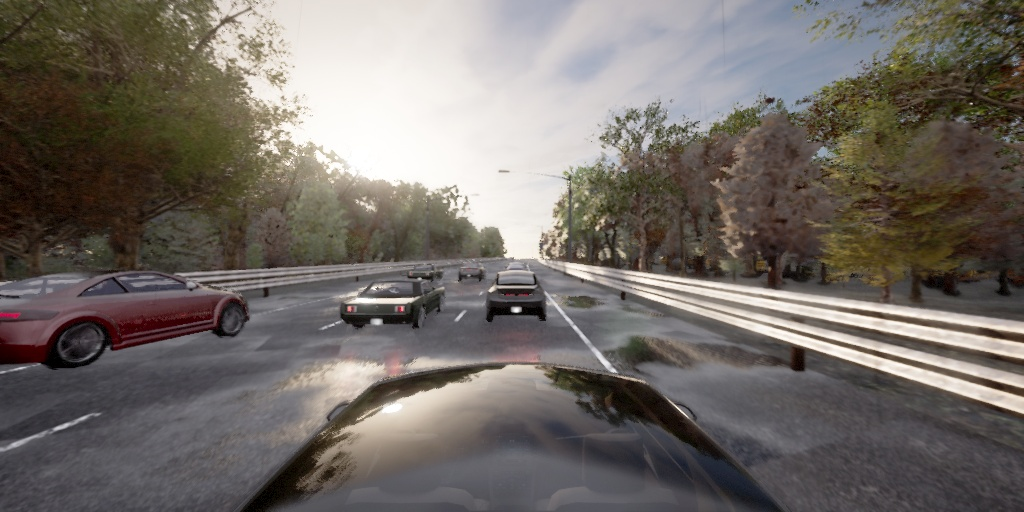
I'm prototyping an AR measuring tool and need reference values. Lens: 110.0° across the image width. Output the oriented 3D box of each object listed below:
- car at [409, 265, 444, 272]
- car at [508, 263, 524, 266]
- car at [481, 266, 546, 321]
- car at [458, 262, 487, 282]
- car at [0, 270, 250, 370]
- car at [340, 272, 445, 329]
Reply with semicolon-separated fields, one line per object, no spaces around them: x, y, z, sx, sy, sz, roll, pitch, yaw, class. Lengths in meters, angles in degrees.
-6.704;1.372;28.319;1.895;1.301;4.718;0;0;1;car
0.335;1.298;30.647;1.812;1.442;4.674;0;0;1;car
0.135;1.266;12.528;1.837;1.490;4.892;0;0;0;car
-3.187;1.263;29.236;2.128;1.511;4.902;0;0;1;car
-6.920;0.936;6.396;1.994;1.385;4.181;0;-2;0;car
-3.379;1.360;11.207;1.895;1.301;4.718;0;0;0;car
